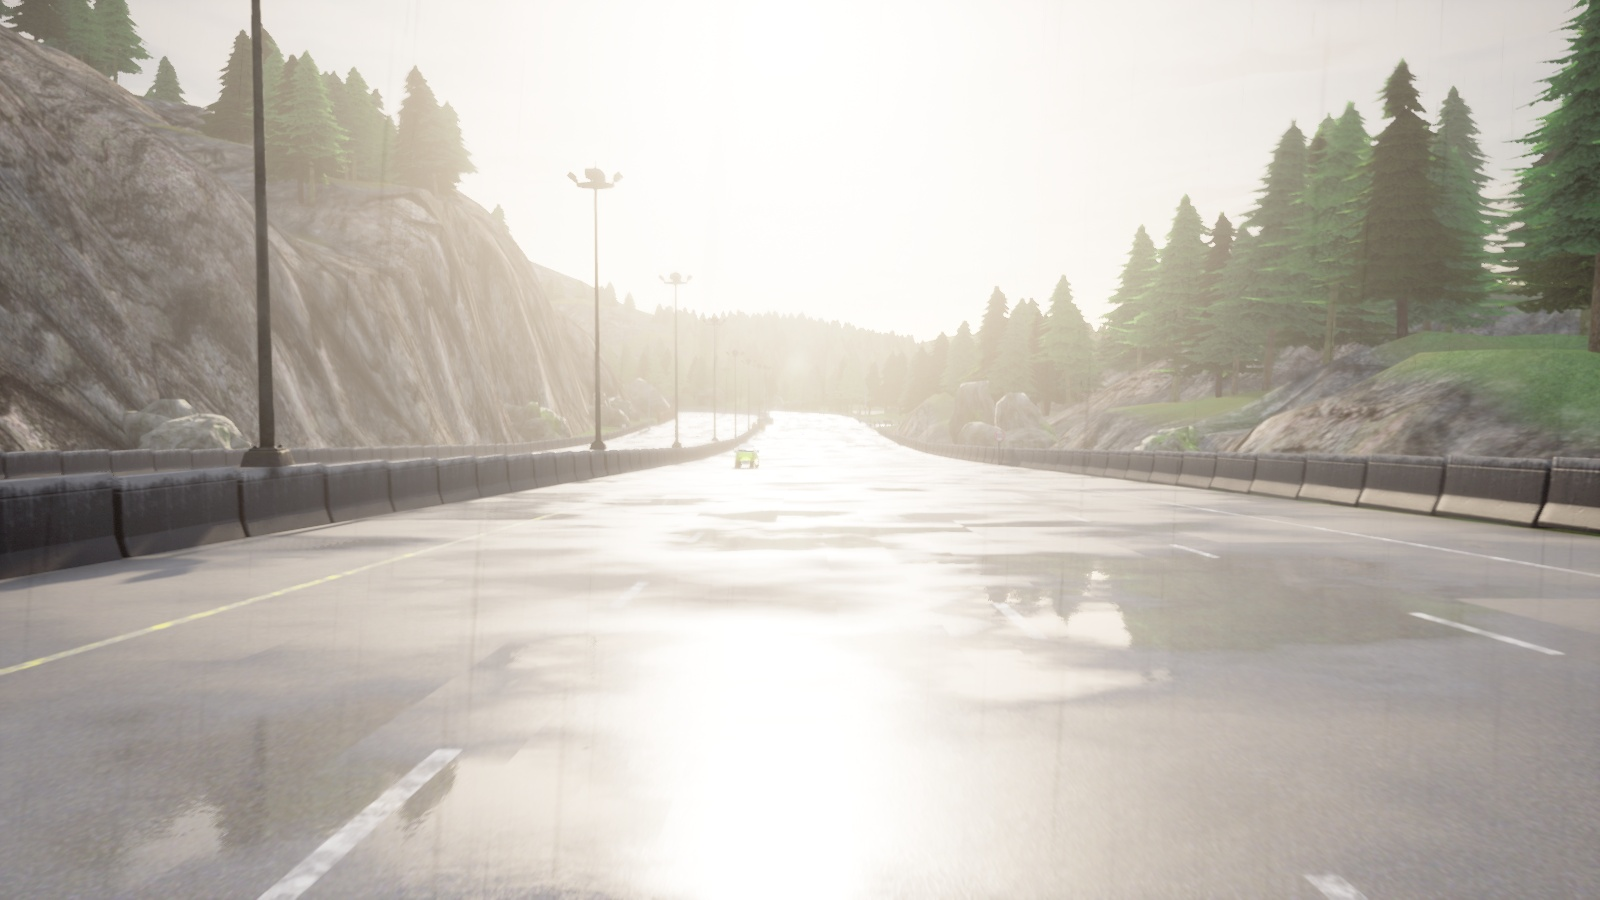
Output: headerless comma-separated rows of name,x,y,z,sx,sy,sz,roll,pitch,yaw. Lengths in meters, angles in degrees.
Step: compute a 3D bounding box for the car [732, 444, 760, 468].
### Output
car,-3.078,0.327,72.044,1.481,1.376,2.207,0,1,0
